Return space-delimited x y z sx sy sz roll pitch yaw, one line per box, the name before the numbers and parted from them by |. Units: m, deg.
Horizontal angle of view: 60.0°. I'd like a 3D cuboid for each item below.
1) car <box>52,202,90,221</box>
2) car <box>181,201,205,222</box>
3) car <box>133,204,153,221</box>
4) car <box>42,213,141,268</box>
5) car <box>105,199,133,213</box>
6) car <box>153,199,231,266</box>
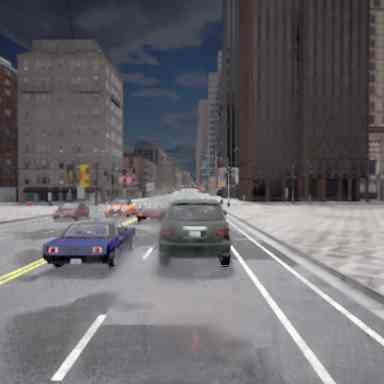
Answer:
car | -9.855 1.587 27.563 1.812 1.442 4.674 0 0 0
car | 0.085 1.567 27.881 1.837 1.490 4.892 0 0 0
car | -3.165 1.659 26.540 1.895 1.301 4.718 0 0 0
car | -3.162 1.619 11.318 1.895 1.301 4.718 0 0 0
car | -6.604 1.423 30.882 2.097 1.767 4.553 0 0 0
car | 0.090 1.241 11.751 2.150 2.045 5.566 0 0 0
